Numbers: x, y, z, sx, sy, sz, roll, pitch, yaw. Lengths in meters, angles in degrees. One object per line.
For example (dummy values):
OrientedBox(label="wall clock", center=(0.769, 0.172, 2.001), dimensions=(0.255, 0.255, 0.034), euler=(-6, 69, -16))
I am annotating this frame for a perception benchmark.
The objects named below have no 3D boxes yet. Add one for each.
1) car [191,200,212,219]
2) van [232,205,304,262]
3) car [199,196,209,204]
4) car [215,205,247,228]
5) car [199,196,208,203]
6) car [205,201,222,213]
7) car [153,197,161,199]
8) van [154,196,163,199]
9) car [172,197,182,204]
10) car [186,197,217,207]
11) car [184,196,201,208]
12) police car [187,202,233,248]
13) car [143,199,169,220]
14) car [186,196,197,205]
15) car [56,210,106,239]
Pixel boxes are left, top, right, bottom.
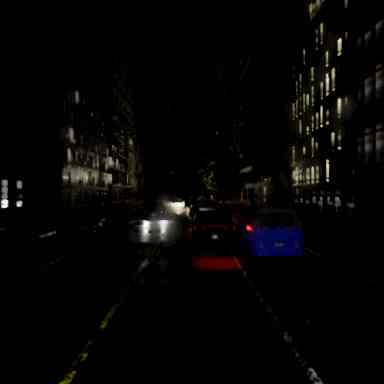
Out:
OrientedBox(label="car", center=(0.826, 1.582, 31.224), dimensions=(1.801, 1.575, 5.366), euler=(0, 0, 0))
OrientedBox(label="van", center=(2.662, 1.391, 12.020), dimensions=(1.690, 1.788, 3.998), euler=(0, 0, 0))
OrientedBox(label="car", center=(2.527, 1.692, 68.943), dimensions=(1.967, 1.590, 4.097), euler=(0, 0, 0))
OrientedBox(label="car", center=(2.635, 1.678, 23.402), dimensions=(1.802, 1.307, 4.206), euler=(0, 0, 0))
OrientedBox(label="car", center=(2.513, 1.706, 74.635), dimensions=(1.967, 1.590, 4.097), euler=(0, 0, 0))
OrientedBox(label="car", center=(2.594, 1.746, 40.480), dimensions=(1.802, 1.307, 4.206), euler=(0, 0, 0))
OrientedBox(label="car", center=(-5.800, 1.735, 46.156), dimensions=(2.008, 1.369, 4.403), euler=(0, 0, 0))
OrientedBox(label="van", center=(-5.826, 1.562, 57.542), dimensions=(1.690, 1.788, 3.998), euler=(0, 0, 0))
OrientedBox(label="car", center=(-3.169, 1.773, 70.923), dimensions=(1.812, 1.442, 4.674), euler=(0, 0, 0))
OrientedBox(label="car", center=(0.791, 1.454, 24.996), dimensions=(2.097, 1.767, 4.553), euler=(0, 0, -1))
OrientedBox(label="car", center=(-0.121, 1.553, 50.763), dimensions=(2.097, 1.767, 4.553), euler=(0, 0, 0))
OrientedBox(label="police car", center=(0.864, 1.487, 15.144), dimensions=(1.930, 1.638, 5.238), euler=(0, 0, 0))
OrientedBox(label="car", center=(-3.169, 1.646, 29.698), dimensions=(1.812, 1.442, 4.674), euler=(0, 0, 0))
OrientedBox(label="car", center=(-0.156, 1.596, 65.763), dimensions=(2.097, 1.767, 4.553), euler=(0, 0, 0))
OrientedBox(label="car", center=(-5.733, 1.653, 17.693), dimensions=(1.802, 1.307, 4.206), euler=(0, 0, 0))
